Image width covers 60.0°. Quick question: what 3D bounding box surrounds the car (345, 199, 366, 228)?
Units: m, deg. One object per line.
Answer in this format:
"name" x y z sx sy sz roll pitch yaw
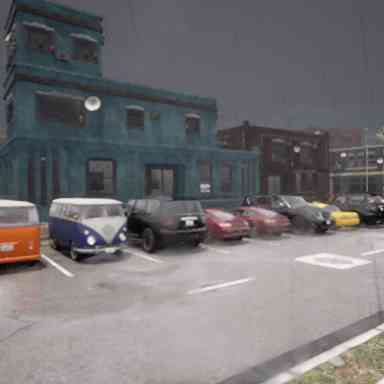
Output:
"car" 7.335 1.377 20.412 1.946 1.575 5.366 0 0 -35

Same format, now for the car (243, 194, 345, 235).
"car" 5.092 1.141 18.554 2.435 2.045 5.566 0 0 -35

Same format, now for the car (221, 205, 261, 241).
"car" 0.651 1.457 15.426 2.002 1.452 4.674 0 0 -35

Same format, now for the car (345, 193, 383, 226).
"car" 9.691 1.118 21.896 2.435 2.045 5.566 0 0 -35

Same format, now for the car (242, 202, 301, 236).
"car" 2.863 1.444 17.000 2.002 1.452 4.674 0 0 -35

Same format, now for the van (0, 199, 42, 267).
"van" -6.213 1.238 10.691 1.878 1.987 4.442 0 0 -35

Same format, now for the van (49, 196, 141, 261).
"van" -3.814 1.220 12.110 1.878 1.987 4.442 0 0 -35

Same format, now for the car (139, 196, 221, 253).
"car" -1.633 1.180 13.840 2.435 2.045 5.566 0 0 -35
